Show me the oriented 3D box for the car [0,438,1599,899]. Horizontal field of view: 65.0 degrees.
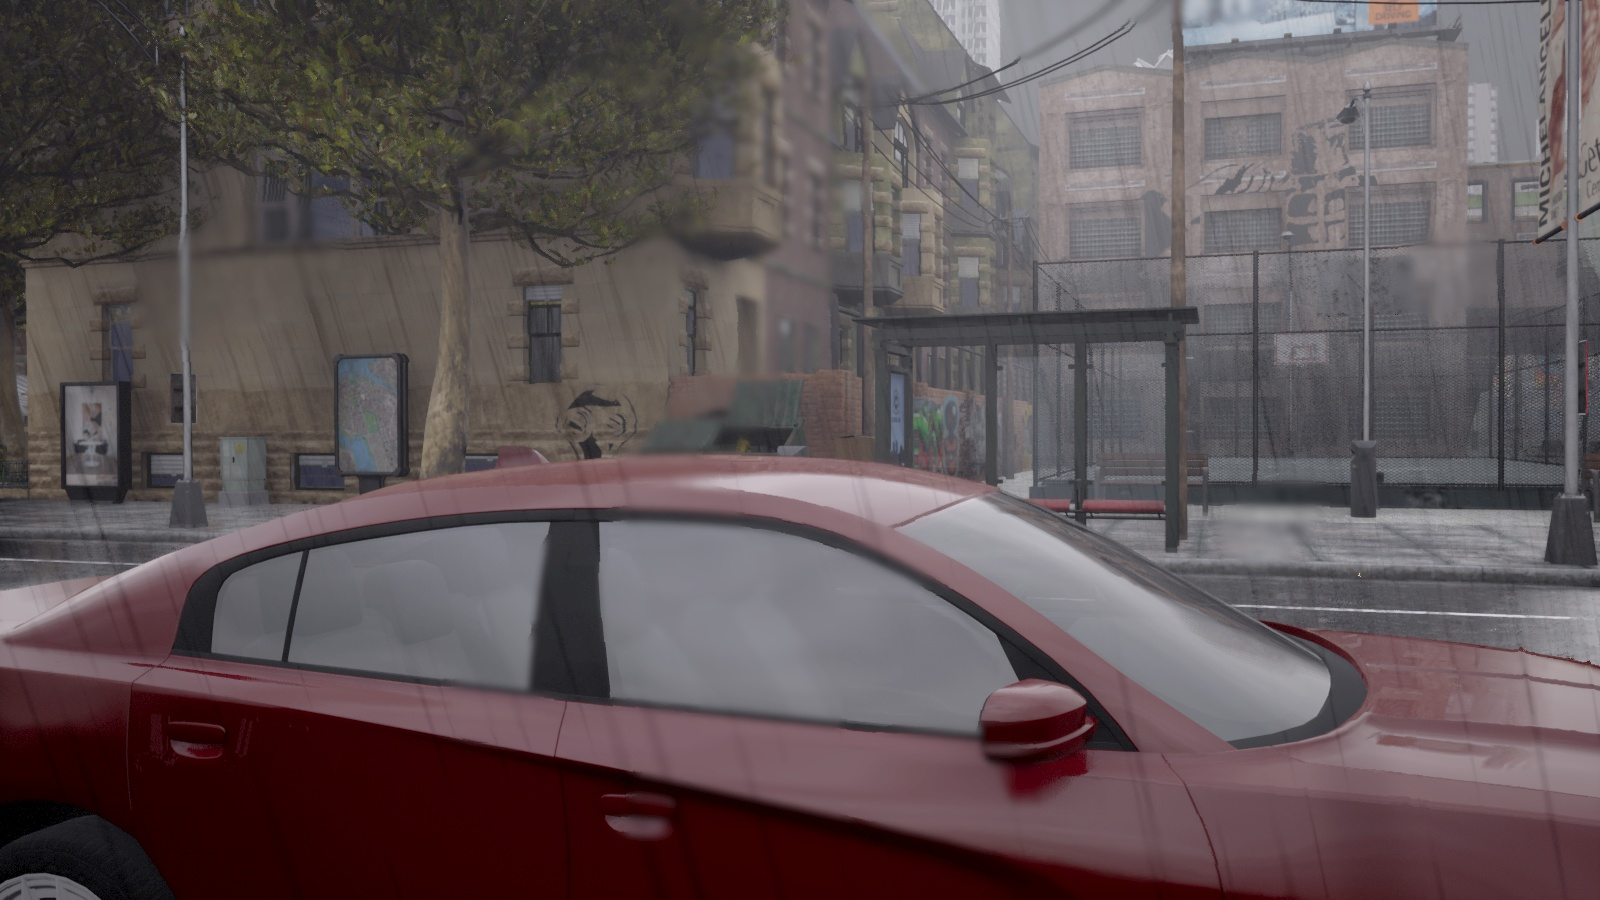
[{"bbox_3d":[0.026,0.754,3.152,5.008,1.535,1.882,1,1,18],"label":"car"}]
